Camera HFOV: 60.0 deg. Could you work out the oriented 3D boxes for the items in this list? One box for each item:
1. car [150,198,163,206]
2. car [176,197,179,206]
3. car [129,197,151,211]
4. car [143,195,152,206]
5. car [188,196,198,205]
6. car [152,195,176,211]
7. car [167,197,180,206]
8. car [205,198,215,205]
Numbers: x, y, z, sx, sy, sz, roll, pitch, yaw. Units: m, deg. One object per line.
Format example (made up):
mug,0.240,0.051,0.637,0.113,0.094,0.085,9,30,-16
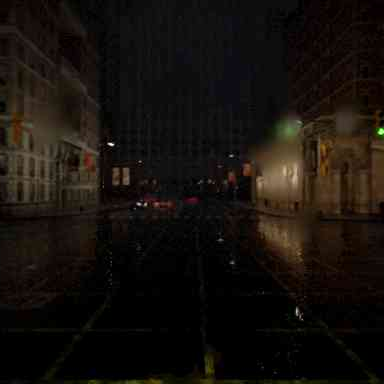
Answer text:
car,-6.854,1.819,64.535,2.033,1.411,5.357,0,0,1
car,-3.526,1.770,52.773,2.033,1.411,5.357,0,0,1
car,-7.096,1.734,44.233,2.033,1.411,5.357,0,0,0
car,-6.998,1.449,54.109,2.150,2.045,5.566,0,0,1
car,0.175,1.629,67.261,2.097,1.767,4.553,0,0,1
car,-3.589,1.534,43.302,2.097,1.767,4.553,0,0,0
car,-3.371,1.756,62.872,2.128,1.511,4.902,0,0,1
car,3.675,1.825,67.255,2.033,1.411,5.357,0,0,1
